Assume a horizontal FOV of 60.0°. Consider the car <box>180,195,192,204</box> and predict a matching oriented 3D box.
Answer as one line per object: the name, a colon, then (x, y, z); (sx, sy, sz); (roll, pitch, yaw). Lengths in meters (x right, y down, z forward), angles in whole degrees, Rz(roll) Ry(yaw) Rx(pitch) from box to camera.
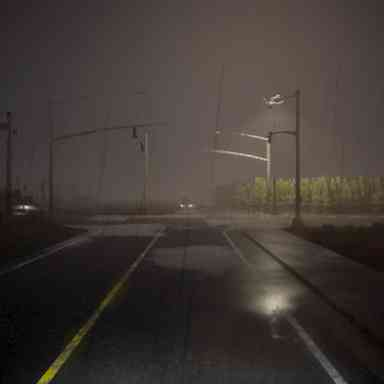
car: (-1.120, 1.313, 62.149); (2.097, 1.767, 4.553); (0, 0, -3)
